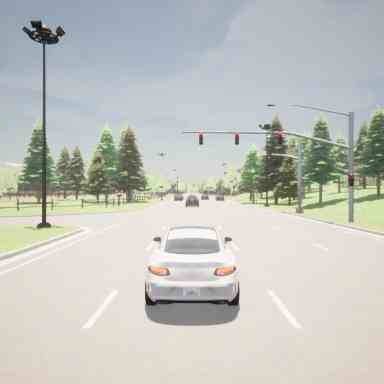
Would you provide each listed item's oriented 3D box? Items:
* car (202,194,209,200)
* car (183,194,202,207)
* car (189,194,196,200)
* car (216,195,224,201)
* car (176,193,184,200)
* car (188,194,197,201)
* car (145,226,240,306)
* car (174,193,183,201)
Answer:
[{"bbox_3d":[3.614,1.353,93.232,2.097,1.767,4.553,0,0,0],"label":"car"},{"bbox_3d":[0.063,1.351,51.790,2.097,1.767,4.553,0,0,0],"label":"car"},{"bbox_3d":[0.114,1.330,92.853,1.837,1.490,4.892,0,0,0],"label":"car"},{"bbox_3d":[7.105,1.520,85.341,2.128,1.511,4.902,0,0,0],"label":"car"},{"bbox_3d":[-3.386,1.185,92.827,2.097,1.767,4.553,0,0,0],"label":"car"},{"bbox_3d":[0.102,1.345,82.820,2.097,1.767,4.553,0,0,0],"label":"car"},{"bbox_3d":[0.016,1.525,7.917,1.812,1.442,4.674,0,0,0],"label":"car"},{"bbox_3d":[-3.398,1.542,82.821,1.994,1.385,4.181,0,0,0],"label":"car"}]
